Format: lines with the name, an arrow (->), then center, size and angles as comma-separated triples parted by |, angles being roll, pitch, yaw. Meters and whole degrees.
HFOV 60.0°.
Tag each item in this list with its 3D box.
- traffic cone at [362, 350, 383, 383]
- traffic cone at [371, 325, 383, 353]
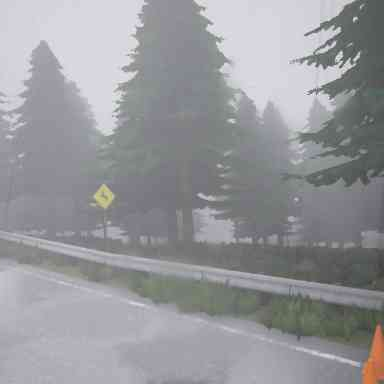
traffic cone -> 1.773, 1.956, 3.298 | 0.340, 0.580, 0.340 | 0, 0, 34
traffic cone -> 2.322, 1.956, 4.131 | 0.340, 0.580, 0.340 | 0, 0, 34
